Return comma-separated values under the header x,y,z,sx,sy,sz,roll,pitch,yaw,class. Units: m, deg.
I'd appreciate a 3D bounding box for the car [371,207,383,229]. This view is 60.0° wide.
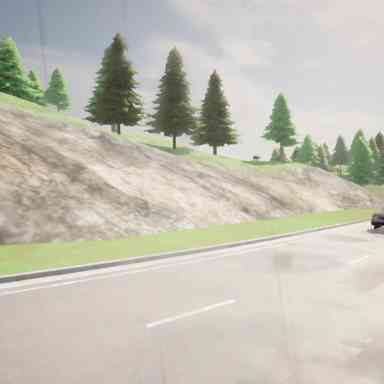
x,y,z,sx,sy,sz,roll,pitch,yaw,class
12.748,1.547,20.647,2.033,1.411,5.357,0,0,44,car
